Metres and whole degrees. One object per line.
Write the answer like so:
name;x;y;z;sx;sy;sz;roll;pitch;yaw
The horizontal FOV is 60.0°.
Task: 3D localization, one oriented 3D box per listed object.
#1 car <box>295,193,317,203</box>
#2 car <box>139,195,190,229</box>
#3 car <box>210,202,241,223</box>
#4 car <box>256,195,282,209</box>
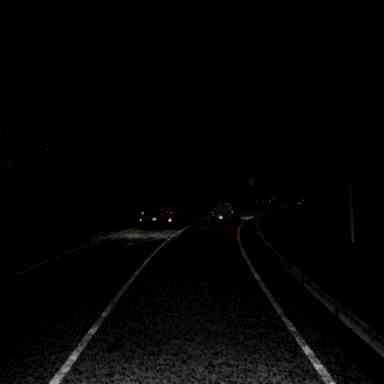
car;19.924;0.961;58.237;4.553;1.767;2.097;-2;-3;-40
car;-1.648;1.222;22.176;2.150;2.045;5.566;-1;0;12
car;2.490;1.442;24.409;1.812;1.442;4.674;-2;0;15
car;9.420;1.113;40.713;2.097;1.767;4.553;-3;-1;30
